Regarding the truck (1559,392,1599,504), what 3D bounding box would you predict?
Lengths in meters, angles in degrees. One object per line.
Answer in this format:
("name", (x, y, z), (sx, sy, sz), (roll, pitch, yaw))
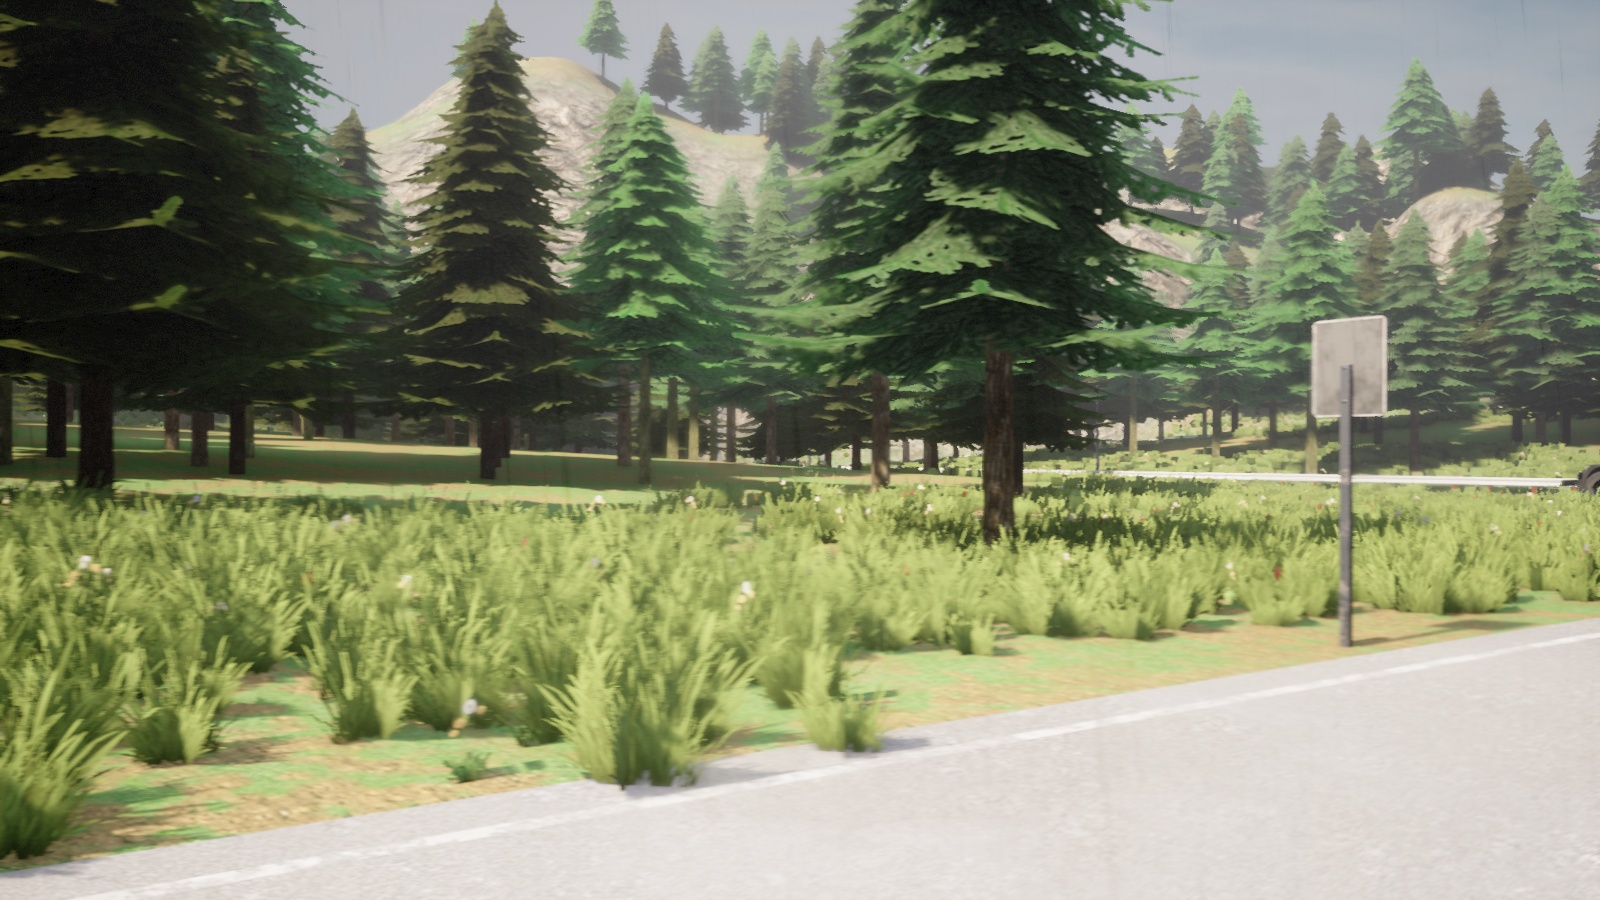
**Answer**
("truck", (27.436, -0.064, 37.263), (2.891, 3.462, 7.936), (0, 0, -35))
